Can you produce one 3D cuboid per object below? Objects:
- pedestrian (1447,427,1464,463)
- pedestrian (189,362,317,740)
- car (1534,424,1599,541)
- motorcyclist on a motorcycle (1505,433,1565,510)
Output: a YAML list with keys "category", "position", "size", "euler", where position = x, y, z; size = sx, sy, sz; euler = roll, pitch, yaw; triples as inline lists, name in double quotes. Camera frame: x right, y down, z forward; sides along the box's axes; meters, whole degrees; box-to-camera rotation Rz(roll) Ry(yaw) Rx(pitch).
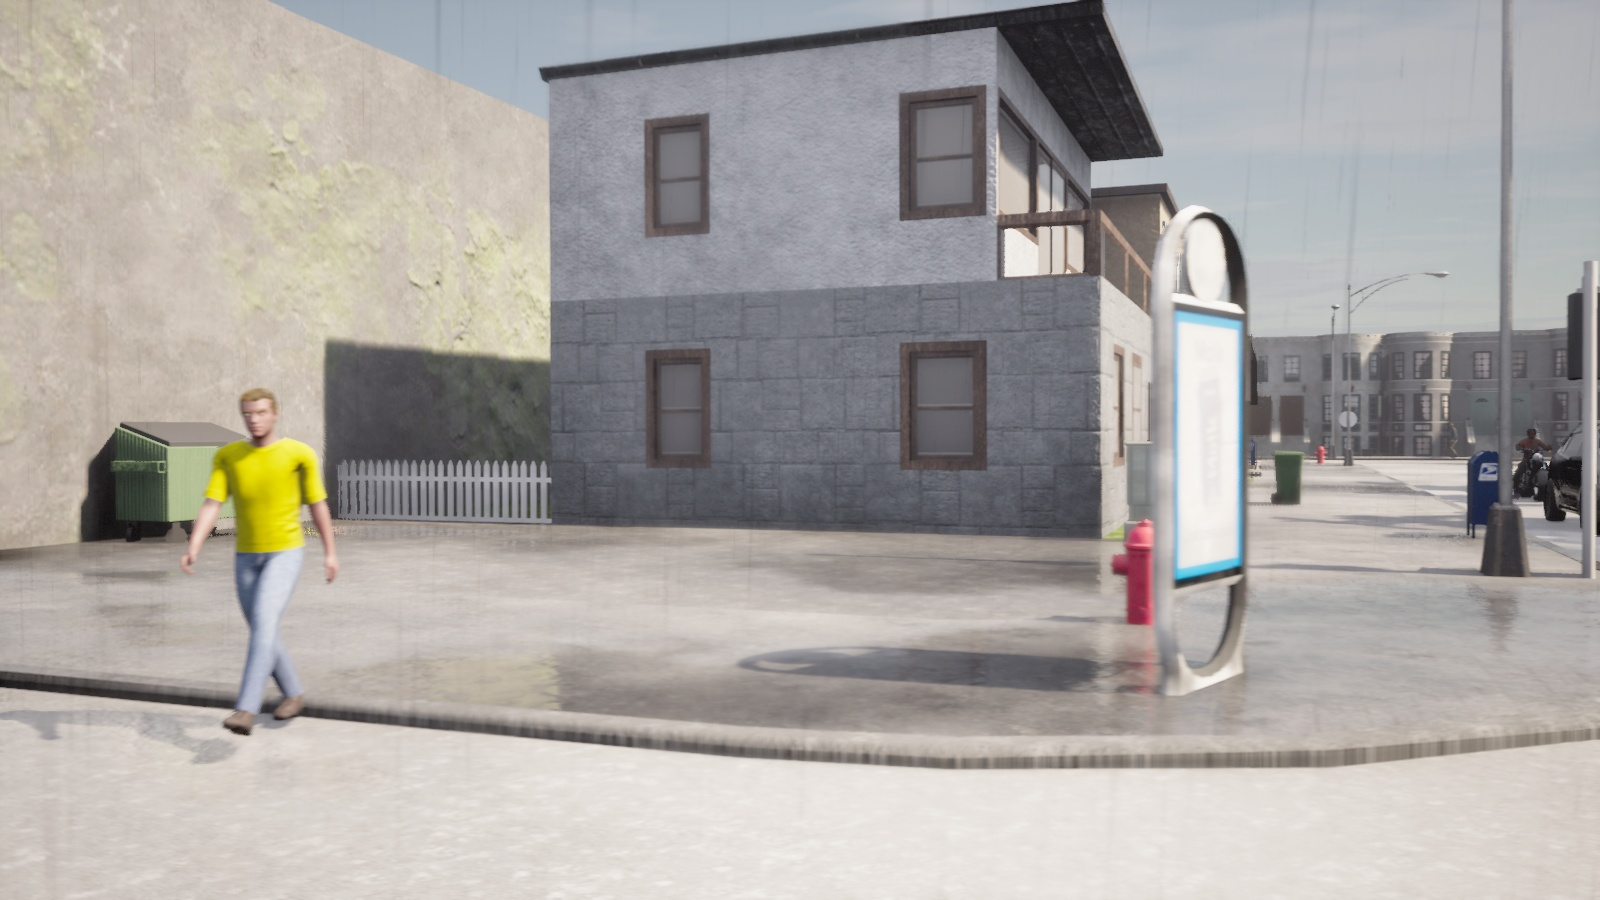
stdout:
- category: "pedestrian"
  position: [33.691, -0.260, 64.560]
  size: [0.726, 1.842, 0.402]
  euler: [1, 1, 25]
- category: "pedestrian"
  position: [-2.785, 0.486, 6.438]
  size: [0.354, 1.836, 0.706]
  euler: [0, 1, -1]
- category: "car"
  position: [13.199, 0.440, 19.672]
  size: [2.242, 1.667, 4.611]
  euler: [1, 1, 21]
- category: "motorcyclist on a motorcycle"
  position: [16.441, 0.437, 28.124]
  size: [0.766, 1.649, 2.350]
  euler: [1, 1, 21]
